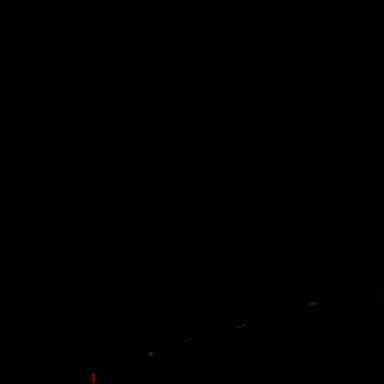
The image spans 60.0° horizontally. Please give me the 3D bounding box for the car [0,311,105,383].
[{"bbox_3d":[-2.800,1.471,1.381,4.902,1.511,2.128,1,0,-36],"label":"car"}]
